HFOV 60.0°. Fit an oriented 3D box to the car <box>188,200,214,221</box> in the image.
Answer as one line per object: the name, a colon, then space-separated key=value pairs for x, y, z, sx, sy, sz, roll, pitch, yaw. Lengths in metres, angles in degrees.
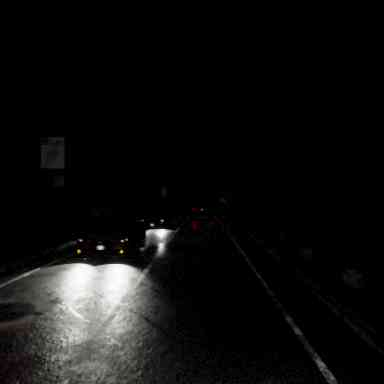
car: x=1.067 y=1.907 z=34.923 sx=2.150 sy=2.045 sz=5.566 roll=0 pitch=-2 yaw=2

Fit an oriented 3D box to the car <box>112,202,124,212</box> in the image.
car: x=-8.637 y=1.806 z=27.731 sx=5.008 sy=1.535 sz=2.097 roll=0 pitch=-2 yaw=1

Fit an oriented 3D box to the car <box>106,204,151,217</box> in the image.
car: x=-8.059 y=2.410 z=42.771 sx=5.366 sy=1.575 sz=1.946 roll=0 pitch=-3 yaw=2

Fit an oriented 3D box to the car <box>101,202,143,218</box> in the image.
car: x=-8.352 y=2.150 z=39.869 sx=4.553 sy=1.767 sz=2.185 roll=0 pitch=-3 yaw=2

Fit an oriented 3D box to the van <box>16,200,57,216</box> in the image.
van: x=-20.370 y=2.125 z=43.768 sx=4.442 sy=1.987 sz=1.878 roll=0 pitch=-3 yaw=2

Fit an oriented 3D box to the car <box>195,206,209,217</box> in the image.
car: x=1.477 y=2.709 z=47.002 sx=1.882 sy=1.535 sz=5.008 roll=0 pitch=-3 yaw=2

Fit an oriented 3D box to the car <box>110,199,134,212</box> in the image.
car: x=-8.592 y=1.653 z=30.655 sx=5.566 sy=2.045 sz=2.435 roll=0 pitch=-2 yaw=1

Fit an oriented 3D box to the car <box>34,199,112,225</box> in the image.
car: x=-8.731 y=1.579 z=24.702 sx=4.553 sy=1.767 sz=2.185 roll=0 pitch=-2 yaw=1

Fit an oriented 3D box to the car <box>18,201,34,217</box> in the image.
car: x=-20.822 y=2.098 z=38.318 sx=5.366 sy=1.575 sz=1.946 roll=0 pitch=-2 yaw=2

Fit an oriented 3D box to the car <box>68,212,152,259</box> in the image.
car: x=-2.981 y=1.676 z=12.963 sx=1.994 sy=1.385 sz=4.181 roll=0 pitch=-1 yaw=1

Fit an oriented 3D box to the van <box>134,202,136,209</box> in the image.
van: x=-8.519 y=1.921 z=36.842 sx=4.442 sy=1.987 sz=1.878 roll=0 pitch=-2 yaw=2

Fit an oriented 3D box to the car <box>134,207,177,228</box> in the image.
car: x=-2.595 y=1.886 z=24.986 sx=2.033 sy=1.411 sz=5.357 roll=0 pitch=-1 yaw=2

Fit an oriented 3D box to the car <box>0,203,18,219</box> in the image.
car: x=-20.762 y=1.621 z=32.612 sx=5.566 sy=2.045 sz=2.435 roll=0 pitch=-2 yaw=1

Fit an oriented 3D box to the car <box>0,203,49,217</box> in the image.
car: x=-20.750 y=2.216 z=40.976 sx=5.366 sy=1.575 sz=1.946 roll=0 pitch=-3 yaw=2
